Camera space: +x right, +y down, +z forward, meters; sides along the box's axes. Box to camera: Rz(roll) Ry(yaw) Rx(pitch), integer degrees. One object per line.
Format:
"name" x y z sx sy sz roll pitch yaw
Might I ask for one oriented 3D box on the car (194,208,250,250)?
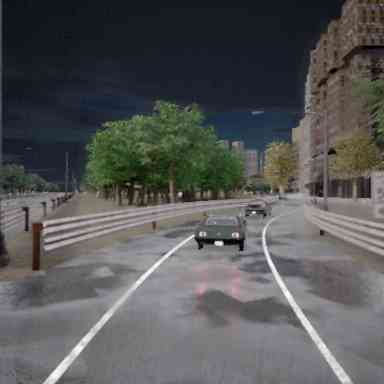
"car" 1.409 1.607 14.479 1.895 1.301 4.718 0 0 11

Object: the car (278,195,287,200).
"car" 24.722 1.512 91.122 2.128 1.511 4.902 0 0 5

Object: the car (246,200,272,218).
"car" 6.266 1.526 30.980 1.837 1.490 4.892 0 0 22
